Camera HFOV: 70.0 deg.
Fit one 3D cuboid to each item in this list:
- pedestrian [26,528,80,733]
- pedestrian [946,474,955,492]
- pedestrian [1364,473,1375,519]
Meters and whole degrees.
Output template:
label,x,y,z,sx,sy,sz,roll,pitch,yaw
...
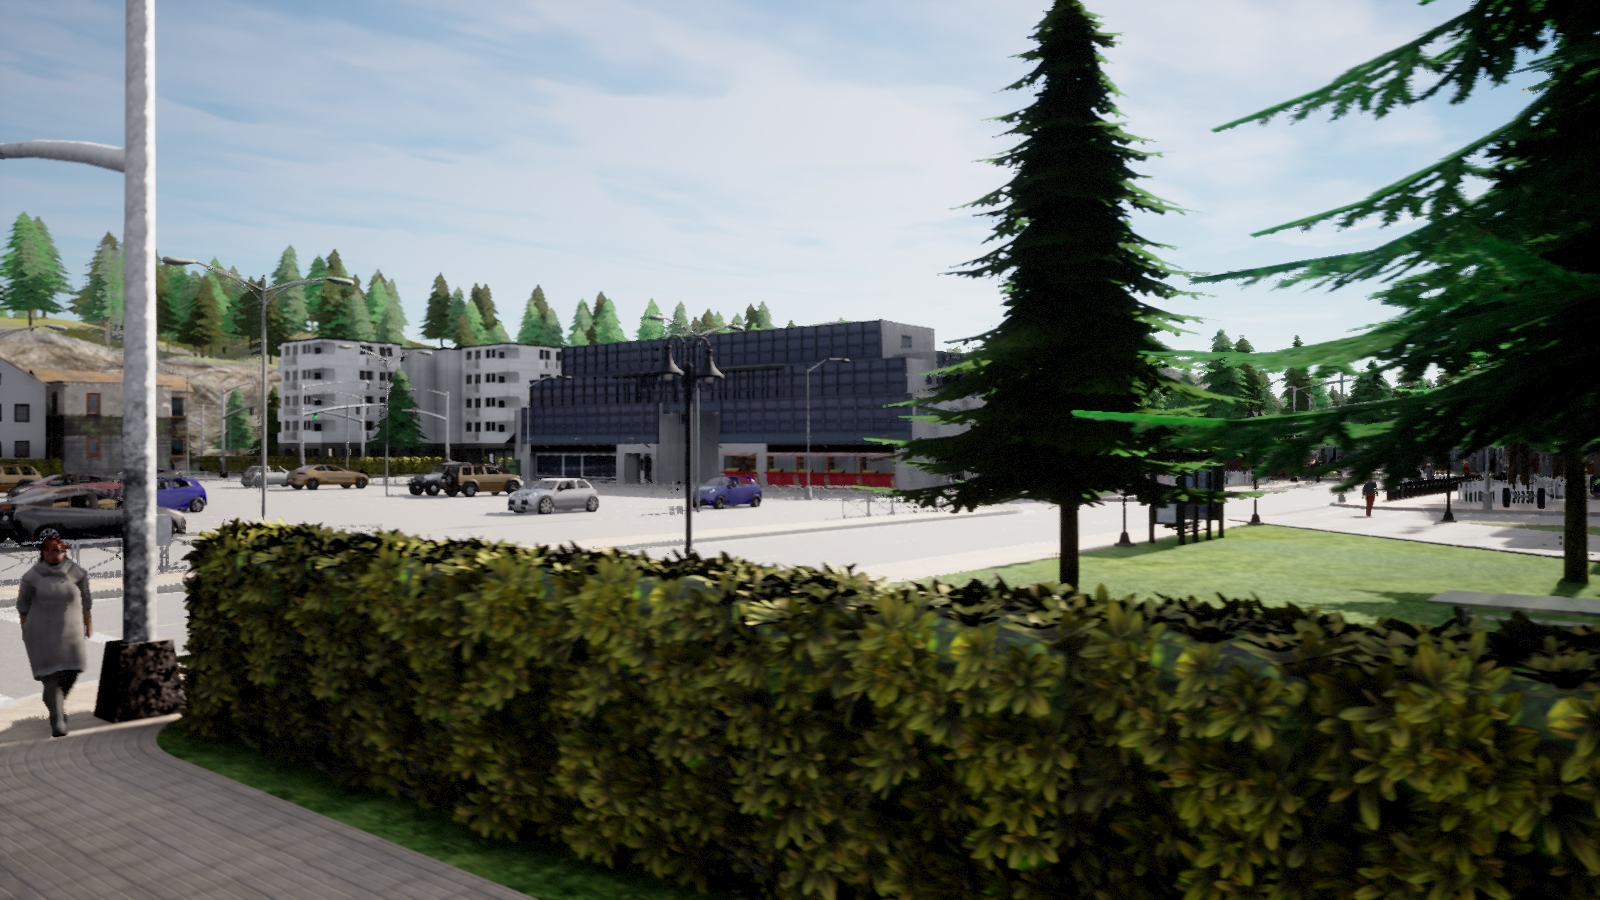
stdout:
label,x,y,z,sx,sy,sz,roll,pitch,yaw
pedestrian,-7.105,1.694,10.867,0.375,1.860,0.375,0,0,-43
pedestrian,9.418,2.078,71.441,0.500,1.100,0.500,0,0,21
pedestrian,23.056,1.849,46.285,0.375,1.860,0.375,0,0,31
